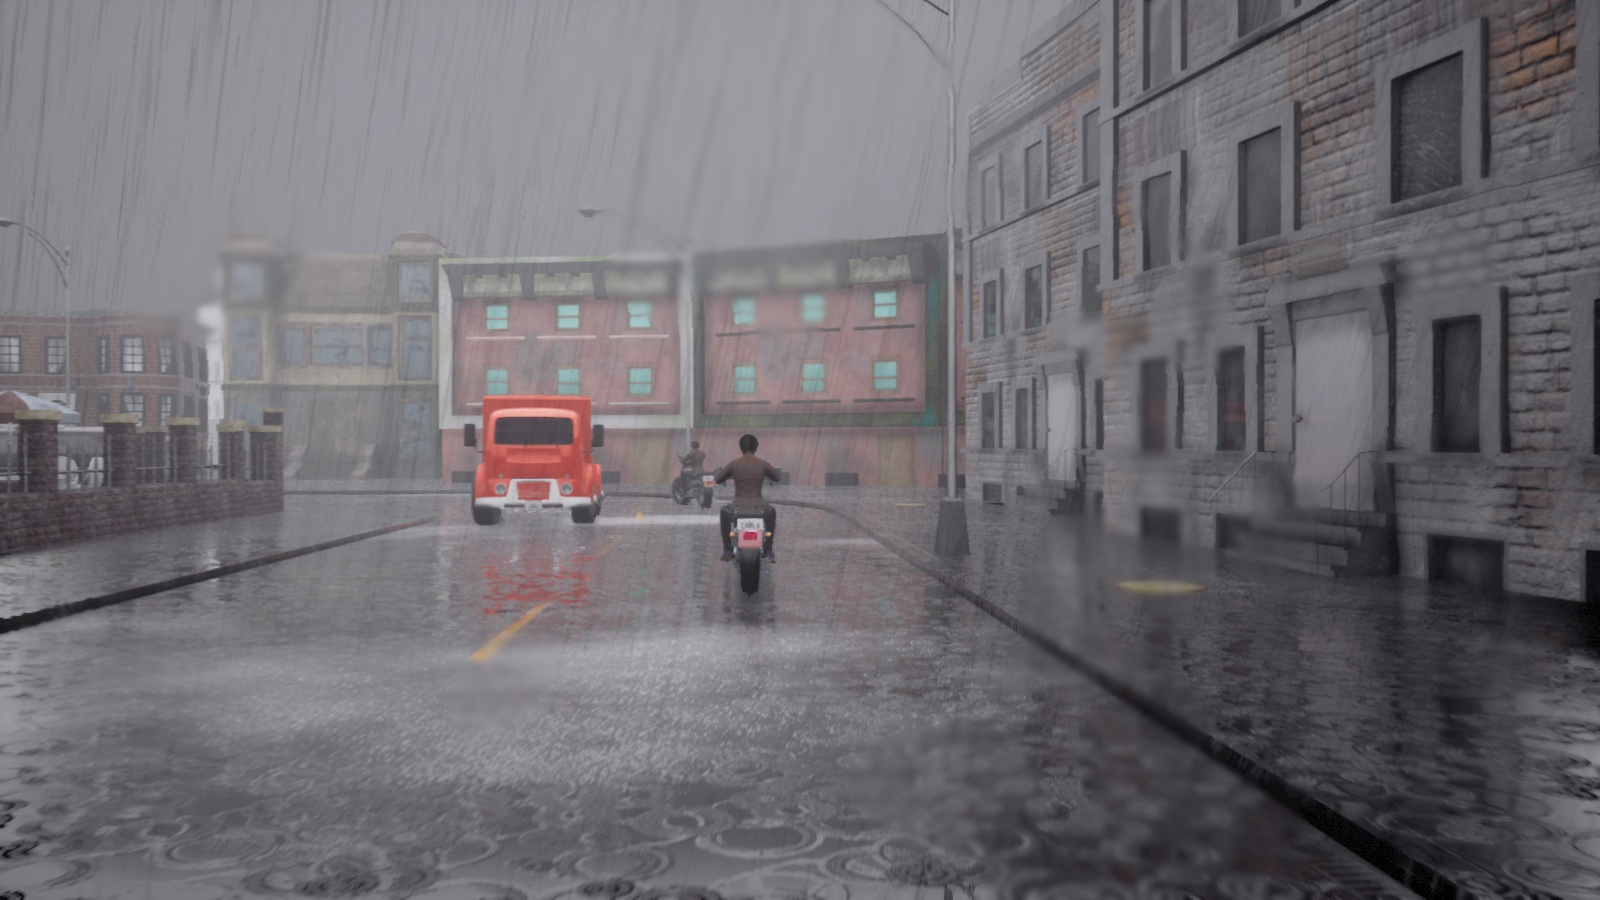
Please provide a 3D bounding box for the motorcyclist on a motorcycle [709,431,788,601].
[{"bbox_3d":[-0.566,0.643,13.397,0.766,1.649,2.350,0,0,-3],"label":"motorcyclist on a motorcycle"}]

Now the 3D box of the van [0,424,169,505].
[{"bbox_3d":[-18.696,0.361,31.869,4.442,1.987,1.775,0,0,-3],"label":"van"}]

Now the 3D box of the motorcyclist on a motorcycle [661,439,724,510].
[{"bbox_3d":[-2.655,0.574,30.649,0.766,1.649,2.350,-1,1,-24],"label":"motorcyclist on a motorcycle"}]

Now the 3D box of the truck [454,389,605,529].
[{"bbox_3d":[-5.234,0.157,24.901,2.627,2.467,5.204,0,0,-10],"label":"truck"}]
